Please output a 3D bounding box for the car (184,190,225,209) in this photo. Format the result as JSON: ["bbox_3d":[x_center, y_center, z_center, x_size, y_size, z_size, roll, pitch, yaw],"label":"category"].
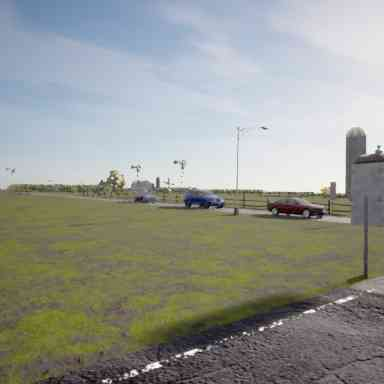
[{"bbox_3d":[1.279,0.798,37.283,2.150,2.045,5.566,1,0,-36],"label":"car"}]

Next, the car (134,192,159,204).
[{"bbox_3d":[-6.658,0.743,48.230,2.097,1.767,4.553,1,0,-36],"label":"car"}]

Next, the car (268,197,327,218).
[{"bbox_3d":[8.546,1.234,27.282,1.882,1.535,5.008,1,0,-36],"label":"car"}]
